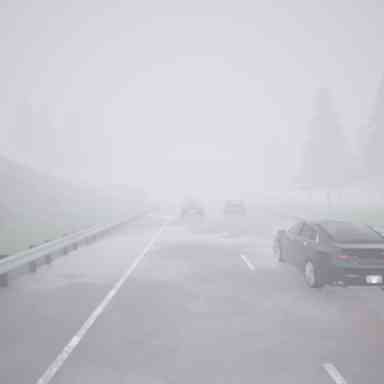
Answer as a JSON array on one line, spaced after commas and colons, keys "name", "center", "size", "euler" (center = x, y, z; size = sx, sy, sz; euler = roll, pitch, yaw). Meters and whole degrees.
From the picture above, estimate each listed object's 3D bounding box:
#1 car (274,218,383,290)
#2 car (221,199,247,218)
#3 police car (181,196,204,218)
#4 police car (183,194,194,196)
[{"name": "car", "center": [3.600, 1.468, 8.992], "size": [1.837, 1.490, 4.892], "euler": [0, 0, 0]}, {"name": "car", "center": [3.596, 1.375, 29.051], "size": [2.128, 1.511, 4.902], "euler": [0, 0, 0]}, {"name": "police car", "center": [0.052, 1.388, 28.878], "size": [2.038, 1.542, 4.974], "euler": [0, 0, 0]}, {"name": "police car", "center": [-0.579, 1.198, 56.622], "size": [1.930, 1.638, 5.238], "euler": [0, 0, -2]}]
